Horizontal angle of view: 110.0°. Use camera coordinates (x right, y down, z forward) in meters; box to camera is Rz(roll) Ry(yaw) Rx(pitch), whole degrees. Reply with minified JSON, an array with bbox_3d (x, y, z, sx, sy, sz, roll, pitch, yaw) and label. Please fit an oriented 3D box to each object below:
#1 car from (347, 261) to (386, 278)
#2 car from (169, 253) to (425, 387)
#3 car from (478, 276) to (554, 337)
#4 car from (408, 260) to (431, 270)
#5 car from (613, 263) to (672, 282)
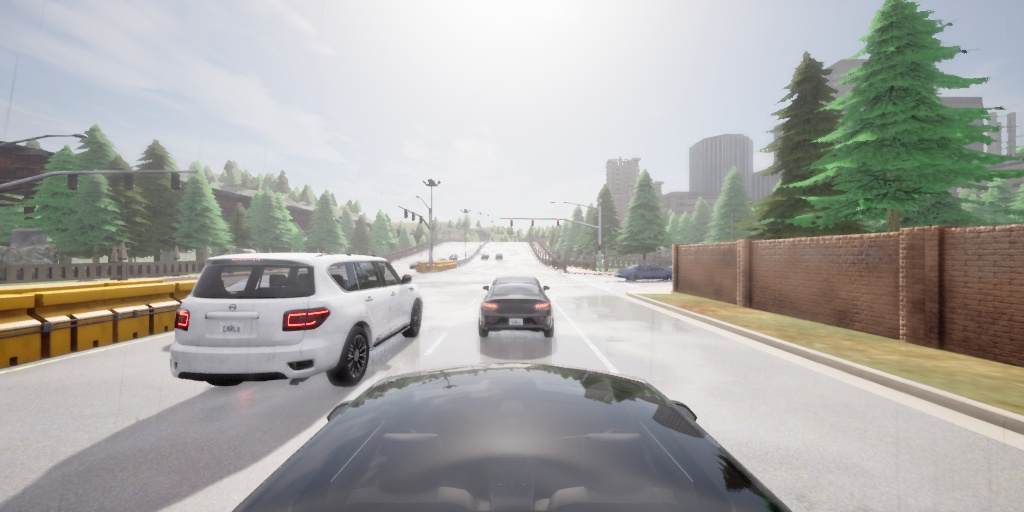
[{"bbox_3d":[-13.938,1.254,34.696,1.837,1.490,4.892,0,0,0],"label":"car"},{"bbox_3d":[-3.416,0.971,7.091,2.150,2.045,5.566,0,0,1],"label":"car"},{"bbox_3d":[0.116,1.276,10.146,1.812,1.442,4.674,0,0,1],"label":"car"},{"bbox_3d":[-13.836,1.297,53.861,2.033,1.411,5.357,0,0,0],"label":"car"},{"bbox_3d":[10.762,1.297,28.211,5.357,1.411,2.033,0,0,0],"label":"car"}]
